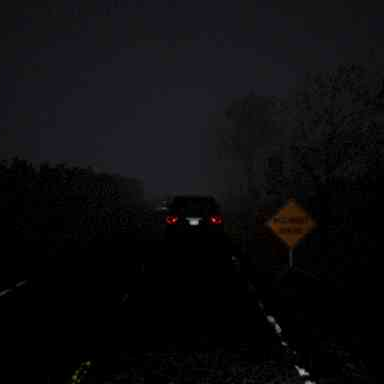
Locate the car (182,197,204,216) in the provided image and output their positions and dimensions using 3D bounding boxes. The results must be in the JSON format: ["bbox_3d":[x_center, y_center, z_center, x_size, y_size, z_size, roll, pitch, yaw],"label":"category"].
[{"bbox_3d":[0.097,1.340,31.988,1.882,1.535,5.008,0,0,0],"label":"car"}]

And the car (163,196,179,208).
[{"bbox_3d":[-2.827,1.291,46.099,1.882,1.535,5.008,0,0,0],"label":"car"}]

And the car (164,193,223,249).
[{"bbox_3d":[0.085,1.153,14.283,2.150,2.045,5.566,0,0,0],"label":"car"}]

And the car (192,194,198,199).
[{"bbox_3d":[0.842,1.207,94.286,1.837,1.490,4.892,0,0,0],"label":"car"}]

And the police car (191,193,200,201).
[{"bbox_3d":[0.839,1.154,78.396,1.930,1.638,5.238,0,0,0],"label":"police car"}]

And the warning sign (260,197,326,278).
[{"bbox_3d":[2.455,1.074,8.277,1.300,1.860,1.060,0,0,0],"label":"warning sign"}]
